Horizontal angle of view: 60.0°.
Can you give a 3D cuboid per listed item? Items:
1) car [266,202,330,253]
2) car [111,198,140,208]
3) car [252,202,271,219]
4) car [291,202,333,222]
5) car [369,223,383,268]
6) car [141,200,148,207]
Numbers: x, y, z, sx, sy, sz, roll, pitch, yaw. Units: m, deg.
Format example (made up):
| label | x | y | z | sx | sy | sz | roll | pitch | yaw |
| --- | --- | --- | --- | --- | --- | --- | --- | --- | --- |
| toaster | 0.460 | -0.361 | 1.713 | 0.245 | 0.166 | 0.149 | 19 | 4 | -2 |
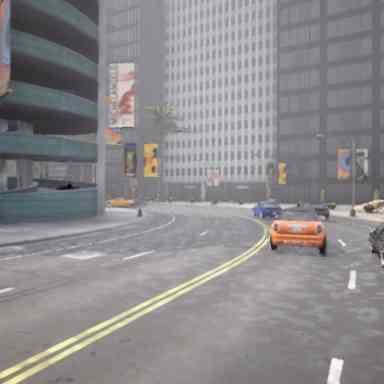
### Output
| label | x | y | z | sx | sy | sz | roll | pitch | yaw |
| --- | --- | --- | --- | --- | --- | --- | --- | --- | --- |
| car | 4.709 | 1.458 | 14.575 | 2.097 | 1.767 | 4.553 | 0 | 0 | 20 |
| car | -11.044 | 1.699 | 53.473 | 5.008 | 1.535 | 1.882 | 0 | -1 | 42 |
| car | 7.014 | 1.687 | 31.174 | 1.882 | 1.535 | 5.008 | 1 | 0 | -3 |
| car | 10.591 | 1.730 | 29.752 | 1.837 | 1.490 | 4.892 | 1 | 0 | -2 |
| car | 7.166 | 1.650 | 11.077 | 2.033 | 1.411 | 5.357 | 0 | 0 | 22 |
| car | -9.506 | 1.774 | 56.782 | 4.674 | 1.442 | 1.812 | 0 | -1 | 41 |
